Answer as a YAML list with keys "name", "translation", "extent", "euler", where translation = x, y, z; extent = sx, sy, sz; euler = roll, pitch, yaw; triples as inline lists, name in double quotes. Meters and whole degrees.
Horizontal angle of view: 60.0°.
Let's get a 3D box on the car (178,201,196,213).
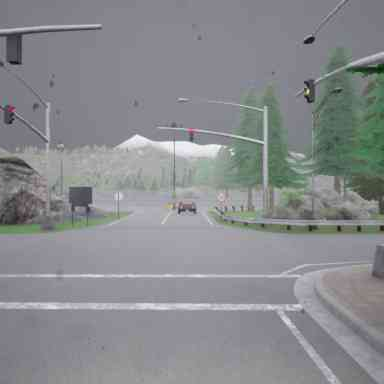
- name: "car"
  translation: [-0.539, 1.601, 36.372]
  extent: [1.895, 1.301, 4.718]
  euler: [0, 0, -1]
